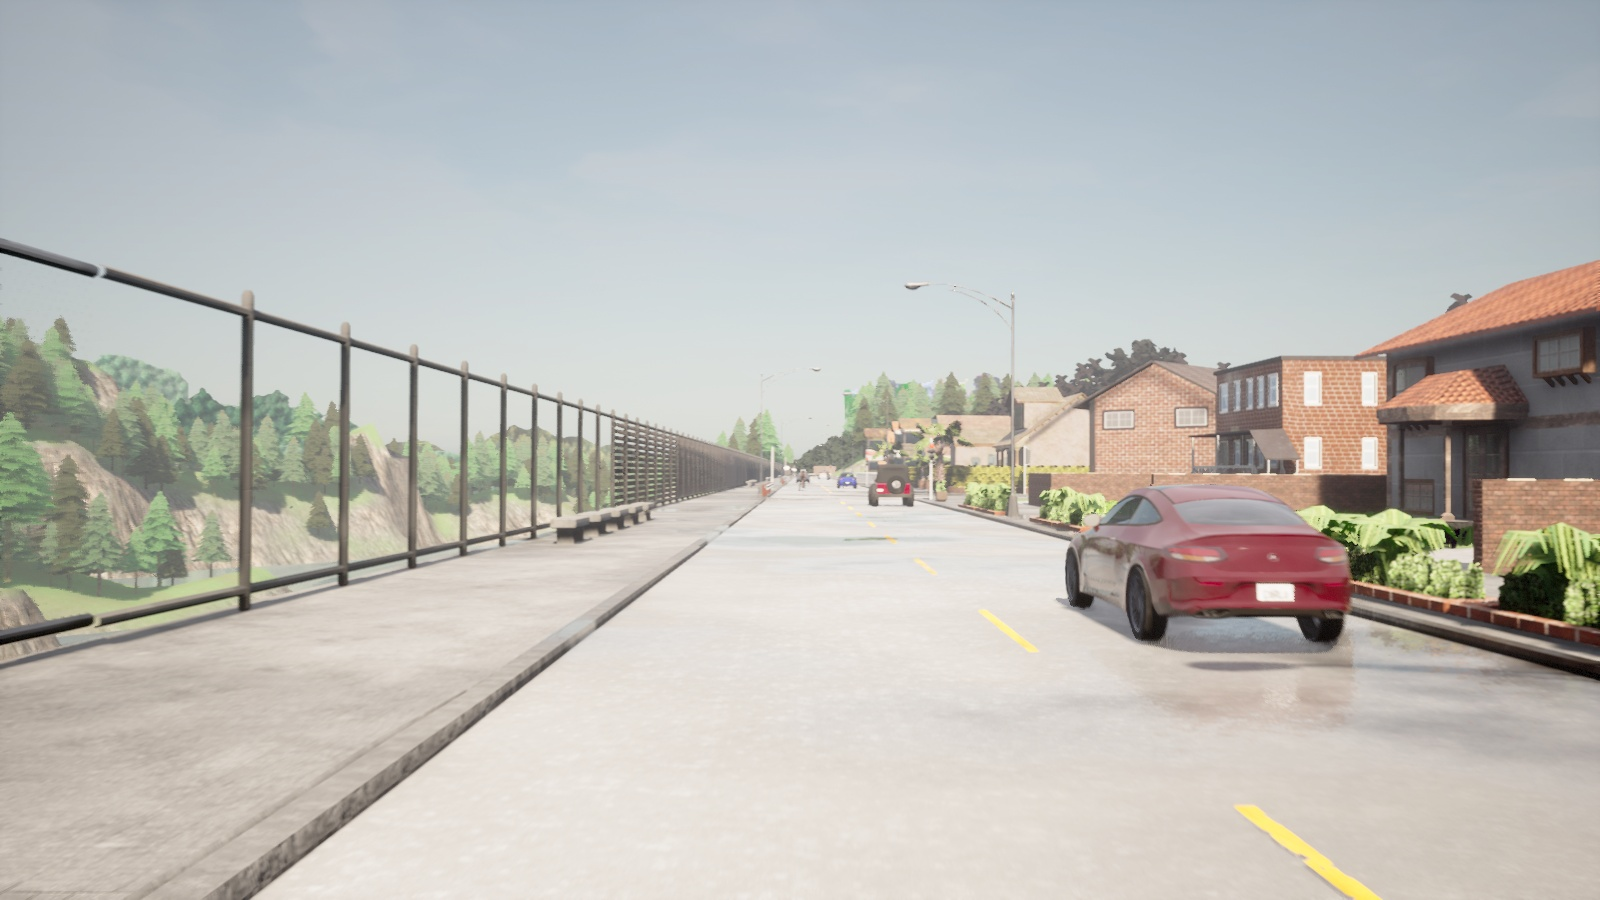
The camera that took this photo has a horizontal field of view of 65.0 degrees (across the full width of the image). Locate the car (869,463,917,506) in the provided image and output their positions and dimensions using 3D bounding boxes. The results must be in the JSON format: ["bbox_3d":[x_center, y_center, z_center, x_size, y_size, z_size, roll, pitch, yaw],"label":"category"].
[{"bbox_3d":[4.182,1.557,56.929,1.905,1.878,3.866,0,-1,0],"label":"car"}]

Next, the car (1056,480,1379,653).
[{"bbox_3d":[4.038,1.047,13.058,1.812,1.442,4.674,0,-1,0],"label":"car"}]
